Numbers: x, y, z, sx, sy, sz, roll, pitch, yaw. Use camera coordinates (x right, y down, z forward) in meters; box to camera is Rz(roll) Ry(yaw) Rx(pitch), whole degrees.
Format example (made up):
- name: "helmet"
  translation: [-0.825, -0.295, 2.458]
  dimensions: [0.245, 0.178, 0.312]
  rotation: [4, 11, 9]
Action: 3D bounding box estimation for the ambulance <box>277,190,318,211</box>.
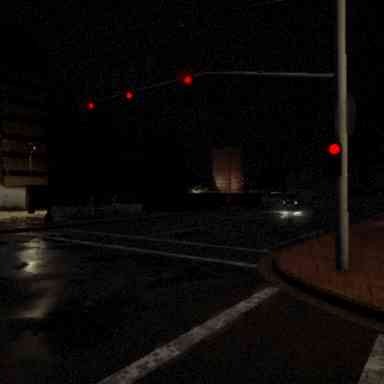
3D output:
- name: "ambulance"
  translation: [13.477, 1.003, 42.095]
  dimensions: [2.351, 2.431, 6.366]
  rotation: [-1, 0, 37]
